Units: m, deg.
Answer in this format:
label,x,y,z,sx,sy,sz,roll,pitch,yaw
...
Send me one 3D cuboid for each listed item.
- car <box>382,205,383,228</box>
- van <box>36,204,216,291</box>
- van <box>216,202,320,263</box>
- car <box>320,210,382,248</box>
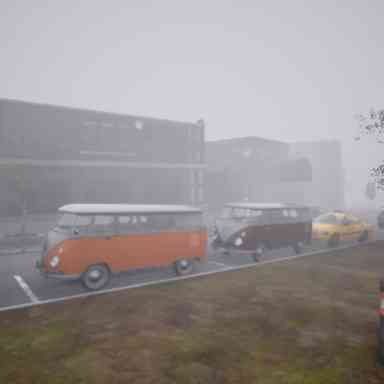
label,x,y,z,sx,sy,sz,roll,pitch,yaw
car,15.137,1.586,23.771,2.435,2.045,5.566,3,1,44
van,-1.752,1.319,9.005,4.442,1.987,1.878,2,1,-36
van,2.662,1.377,12.441,4.442,1.987,1.878,2,1,-41
car,6.871,1.665,16.005,5.366,1.575,1.946,2,1,-40
